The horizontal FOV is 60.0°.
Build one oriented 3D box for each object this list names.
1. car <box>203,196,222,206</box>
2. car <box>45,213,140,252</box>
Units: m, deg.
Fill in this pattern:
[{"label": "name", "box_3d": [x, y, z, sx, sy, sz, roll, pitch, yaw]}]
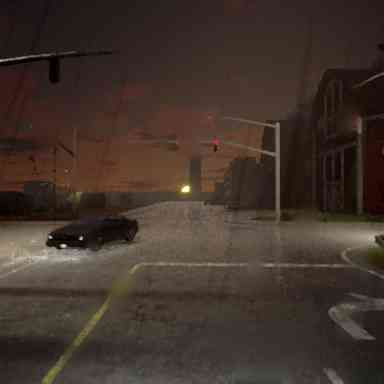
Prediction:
[{"label": "car", "box_3d": [4.155, 1.772, 67.389, 1.905, 1.878, 3.866, -7, 3, -42]}, {"label": "car", "box_3d": [-4.164, 1.676, 15.142, 2.033, 1.411, 5.357, 0, -1, 15]}]
